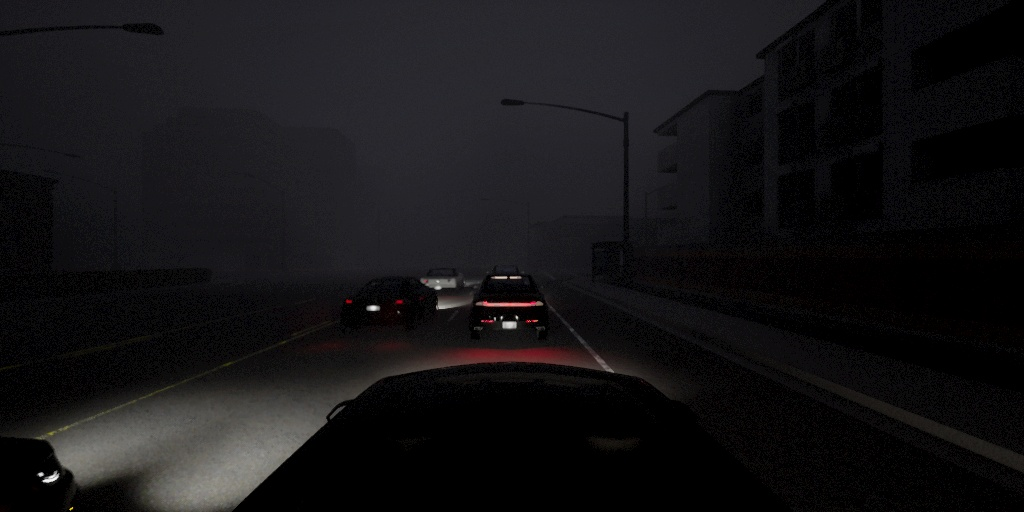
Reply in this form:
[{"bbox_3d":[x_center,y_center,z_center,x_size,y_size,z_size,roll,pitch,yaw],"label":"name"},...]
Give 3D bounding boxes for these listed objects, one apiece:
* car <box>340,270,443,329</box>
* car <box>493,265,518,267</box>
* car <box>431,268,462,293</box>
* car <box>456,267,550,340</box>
[{"bbox_3d":[-3.616,1.311,11.214,1.994,1.385,4.181,0,0,-1],"label":"car"},{"bbox_3d":[-0.350,1.236,19.320,2.128,1.511,4.902,0,0,-2],"label":"car"},{"bbox_3d":[-3.899,1.345,20.797,1.895,1.301,4.718,0,0,-2],"label":"car"},{"bbox_3d":[-0.091,1.239,9.971,2.128,1.511,4.902,0,0,-1],"label":"car"}]
